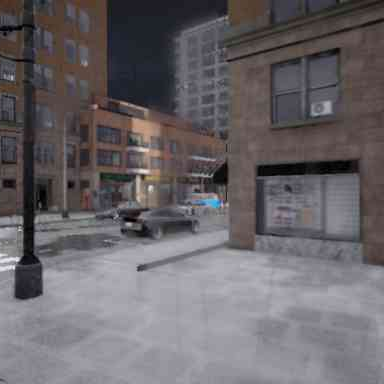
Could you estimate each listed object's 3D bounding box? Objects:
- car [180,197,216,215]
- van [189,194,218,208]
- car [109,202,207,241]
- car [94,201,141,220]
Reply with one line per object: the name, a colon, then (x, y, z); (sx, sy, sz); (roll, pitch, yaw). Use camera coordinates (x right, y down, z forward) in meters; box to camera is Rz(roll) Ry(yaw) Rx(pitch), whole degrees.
car: (-0.299, 1.347, 26.934); (1.895, 1.301, 4.718); (0, 0, 36)
van: (1.080, 1.051, 33.595); (1.690, 1.788, 3.998); (0, 1, 36)
car: (-1.413, 1.366, 15.445); (1.947, 1.339, 4.313); (0, 1, 36)
car: (-5.209, 1.341, 24.795); (2.008, 1.369, 4.403); (0, 1, 36)
